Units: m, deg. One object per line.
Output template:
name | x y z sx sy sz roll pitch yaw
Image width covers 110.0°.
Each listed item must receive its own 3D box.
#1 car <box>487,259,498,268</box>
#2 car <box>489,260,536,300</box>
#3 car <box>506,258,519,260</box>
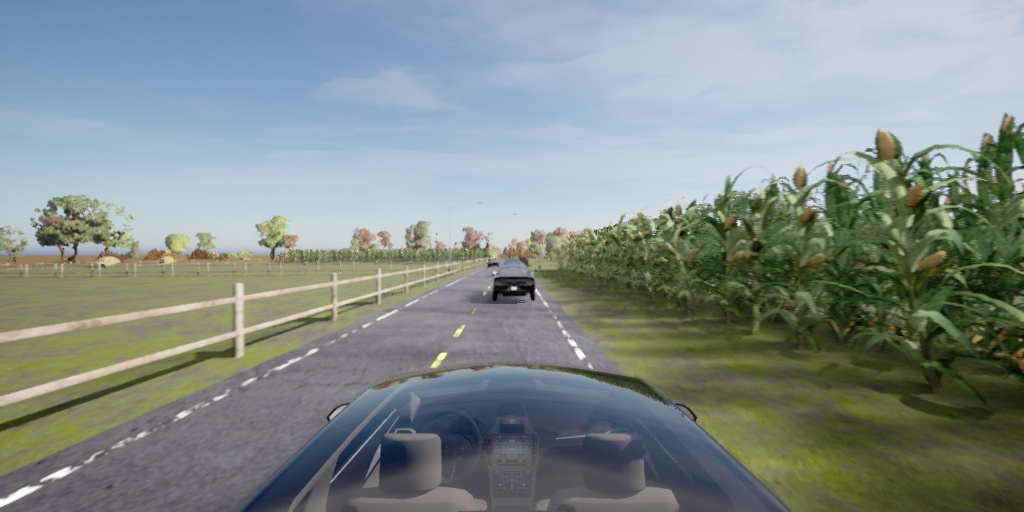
car | -2.802 1.141 55.704 1.895 1.301 4.718 0 0 0
car | 0.082 1.160 17.355 1.882 1.535 5.008 0 1 0
car | 0.065 0.957 35.735 2.097 1.767 4.553 0 0 0
